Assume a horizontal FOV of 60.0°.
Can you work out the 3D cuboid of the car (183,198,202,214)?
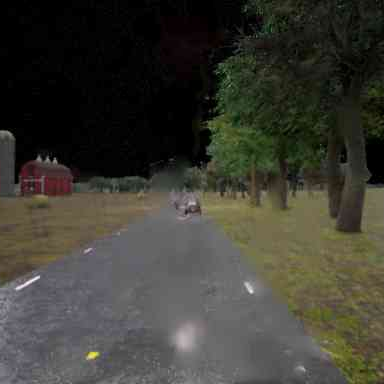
[{"bbox_3d":[0.112,1.696,37.324,1.812,1.442,4.674,0,0,0],"label":"car"}]

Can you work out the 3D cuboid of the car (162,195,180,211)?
[{"bbox_3d":[-2.823,1.427,44.903,2.150,2.045,5.566,0,0,0],"label":"car"}]
